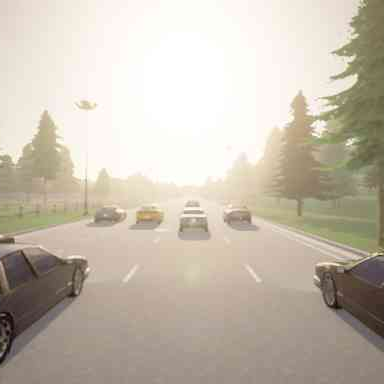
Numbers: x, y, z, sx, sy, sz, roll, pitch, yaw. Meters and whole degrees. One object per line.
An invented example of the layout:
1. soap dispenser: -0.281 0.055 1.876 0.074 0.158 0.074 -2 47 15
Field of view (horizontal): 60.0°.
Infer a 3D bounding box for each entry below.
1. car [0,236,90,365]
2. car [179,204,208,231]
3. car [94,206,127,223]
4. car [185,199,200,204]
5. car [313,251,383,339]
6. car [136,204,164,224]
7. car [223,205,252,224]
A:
1. car: -3.399 1.604 5.679 2.033 1.411 5.357 0 -1 0
2. car: 0.103 1.766 22.262 2.033 1.411 5.357 0 -1 0
3. car: -6.896 1.844 28.514 1.994 1.385 4.181 0 0 0
4. car: 0.087 1.797 45.530 2.097 1.767 4.553 0 -1 0
5. car: 3.600 1.597 4.946 2.033 1.411 5.357 0 -1 0
6. car: -3.397 1.748 27.580 1.882 1.535 5.008 0 0 0
7. car: 3.604 1.757 27.009 2.128 1.511 4.902 0 0 0
